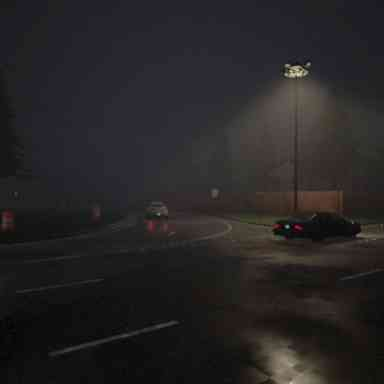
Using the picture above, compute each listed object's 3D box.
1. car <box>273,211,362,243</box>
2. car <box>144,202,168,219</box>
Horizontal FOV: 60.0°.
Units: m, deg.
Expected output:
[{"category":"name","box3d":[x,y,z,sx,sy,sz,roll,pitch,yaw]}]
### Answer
[{"category":"car","box3d":[6.487,1.699,16.970,5.357,1.411,2.033,1,0,-35]},{"category":"car","box3d":[-3.326,1.678,30.681,1.812,1.442,4.674,1,0,-12]}]
